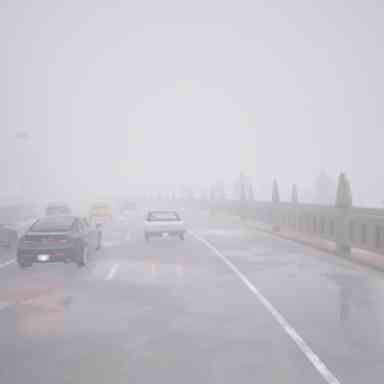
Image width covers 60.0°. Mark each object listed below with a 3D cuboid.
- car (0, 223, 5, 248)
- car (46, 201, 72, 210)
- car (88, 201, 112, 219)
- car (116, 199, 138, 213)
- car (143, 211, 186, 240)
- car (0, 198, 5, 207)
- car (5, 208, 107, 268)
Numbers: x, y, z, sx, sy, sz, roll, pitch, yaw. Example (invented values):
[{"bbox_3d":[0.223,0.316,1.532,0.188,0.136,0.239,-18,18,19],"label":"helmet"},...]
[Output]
[{"bbox_3d":[-7.845,1.561,11.659,1.812,1.442,4.674,0,0,-7],"label":"car"},{"bbox_3d":[-11.816,1.536,29.623,1.882,1.535,5.008,0,0,-17],"label":"car"},{"bbox_3d":[-8.181,1.522,29.689,1.882,1.535,5.008,0,0,-16],"label":"car"},{"bbox_3d":[-7.569,1.551,38.442,1.837,1.490,4.892,0,0,-21],"label":"car"},{"bbox_3d":[-1.549,1.615,17.038,1.895,1.301,4.718,0,0,-9],"label":"car"},{"bbox_3d":[-29.311,1.638,50.036,1.837,1.490,4.892,0,0,-32],"label":"car"},{"bbox_3d":[-4.306,1.527,11.409,1.837,1.490,4.892,0,0,-7],"label":"car"}]
